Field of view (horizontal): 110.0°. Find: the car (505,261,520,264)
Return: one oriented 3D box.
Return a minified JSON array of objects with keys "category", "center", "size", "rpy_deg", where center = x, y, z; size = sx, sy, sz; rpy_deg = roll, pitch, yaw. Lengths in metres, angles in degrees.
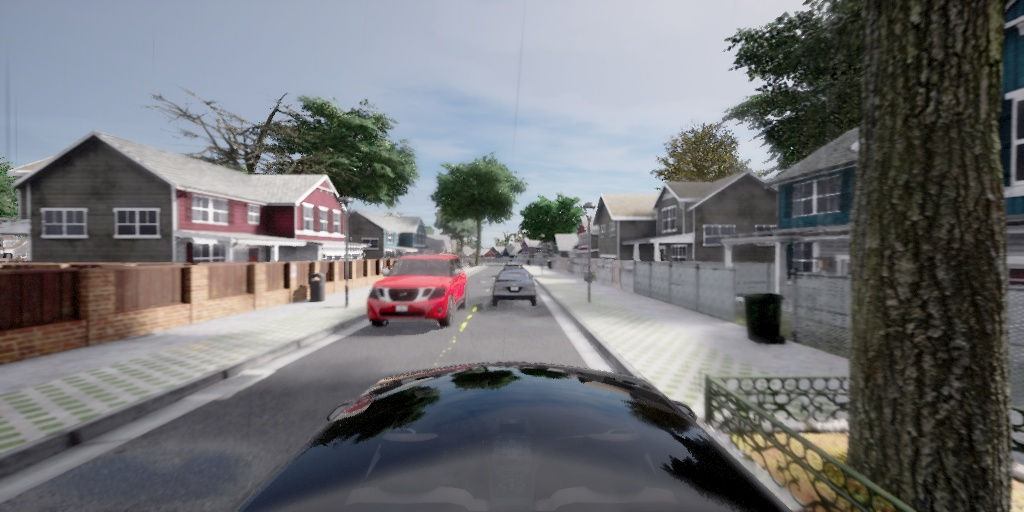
[{"category":"car","center":[0.093,1.205,35.570],"size":[2.128,1.511,4.902],"rpy_deg":[0,0,0]}]

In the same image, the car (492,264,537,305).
[{"category":"car","center":[0.096,1.270,15.892],"size":[2.033,1.411,5.357],"rpy_deg":[0,0,0]}]

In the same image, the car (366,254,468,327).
[{"category":"car","center":[-2.752,0.952,11.720],"size":[2.150,2.045,5.566],"rpy_deg":[0,0,0]}]
